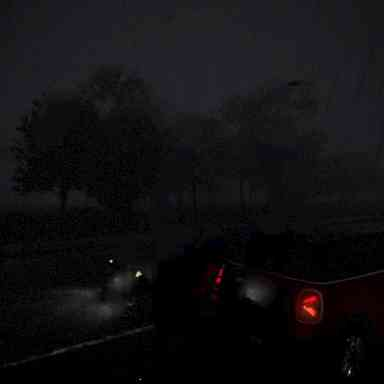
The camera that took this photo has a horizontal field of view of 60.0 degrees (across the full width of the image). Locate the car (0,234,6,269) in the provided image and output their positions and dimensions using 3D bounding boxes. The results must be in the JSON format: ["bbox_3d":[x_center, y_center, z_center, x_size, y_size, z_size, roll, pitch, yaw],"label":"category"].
[{"bbox_3d":[-7.098,1.479,7.526,5.008,1.535,1.882,0,0,-35],"label":"car"}]

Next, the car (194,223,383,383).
[{"bbox_3d":[2.539,1.349,5.556,4.553,1.767,2.097,0,0,-35],"label":"car"}]

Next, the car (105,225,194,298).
[{"bbox_3d":[0.579,1.545,8.701,5.357,1.411,2.033,0,0,-35],"label":"car"}]
